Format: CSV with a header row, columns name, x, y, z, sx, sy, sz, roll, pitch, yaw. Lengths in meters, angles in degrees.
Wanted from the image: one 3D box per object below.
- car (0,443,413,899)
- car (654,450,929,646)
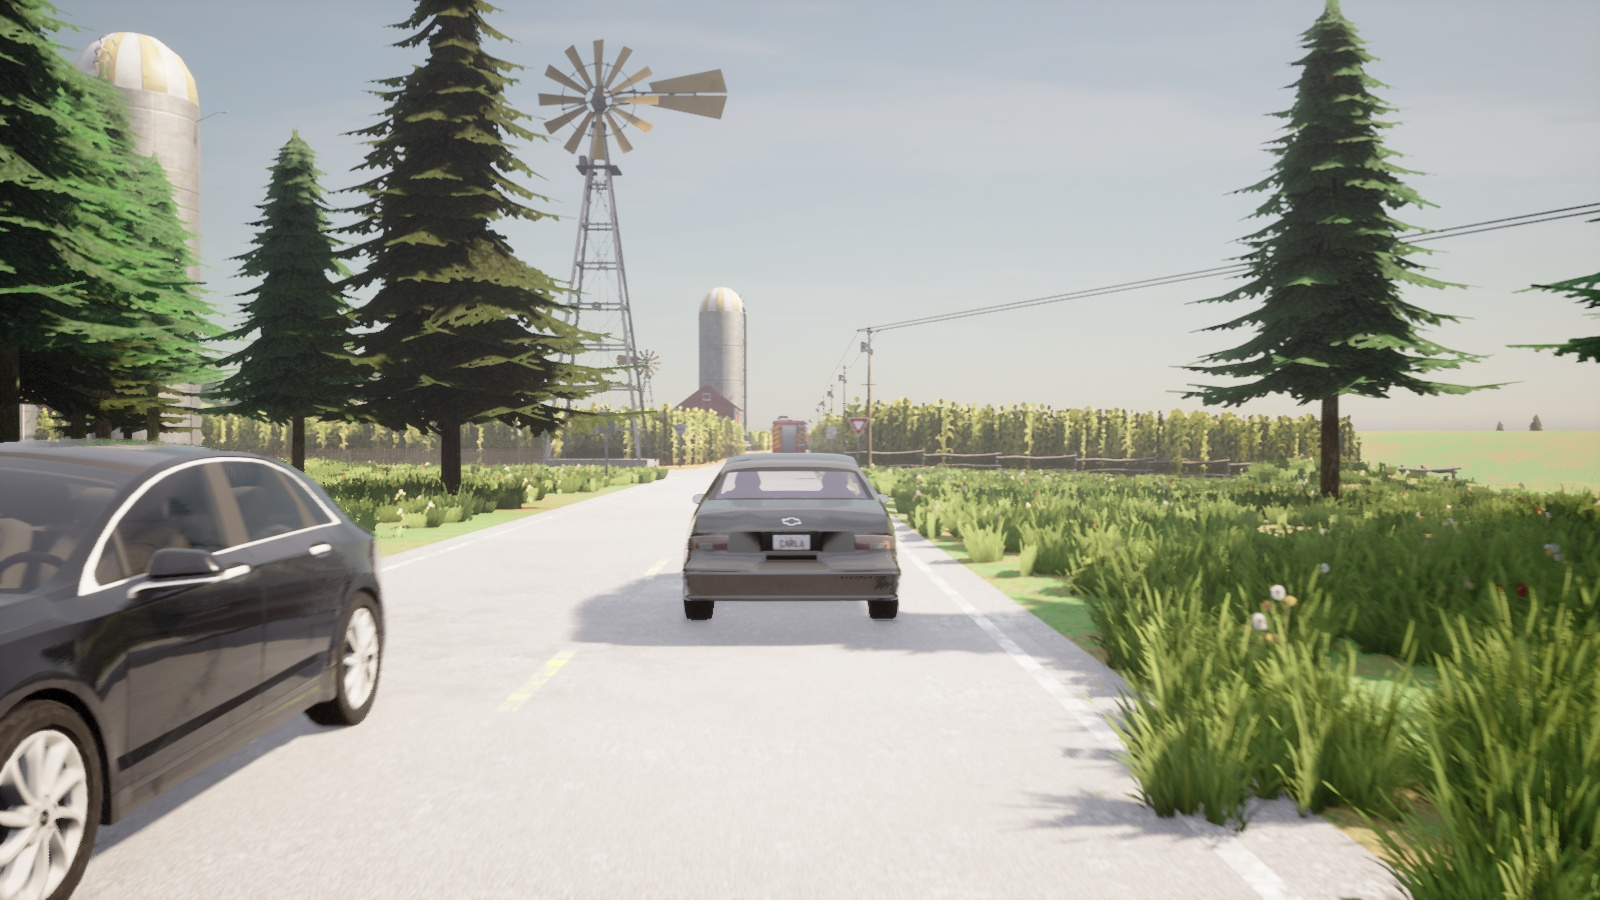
name,x,y,z,sx,sy,sz,roll,pitch,yaw
car,-3.226,0.720,5.105,1.837,1.490,4.892,0,0,0
car,-0.083,0.726,11.971,2.033,1.411,5.357,0,0,0
